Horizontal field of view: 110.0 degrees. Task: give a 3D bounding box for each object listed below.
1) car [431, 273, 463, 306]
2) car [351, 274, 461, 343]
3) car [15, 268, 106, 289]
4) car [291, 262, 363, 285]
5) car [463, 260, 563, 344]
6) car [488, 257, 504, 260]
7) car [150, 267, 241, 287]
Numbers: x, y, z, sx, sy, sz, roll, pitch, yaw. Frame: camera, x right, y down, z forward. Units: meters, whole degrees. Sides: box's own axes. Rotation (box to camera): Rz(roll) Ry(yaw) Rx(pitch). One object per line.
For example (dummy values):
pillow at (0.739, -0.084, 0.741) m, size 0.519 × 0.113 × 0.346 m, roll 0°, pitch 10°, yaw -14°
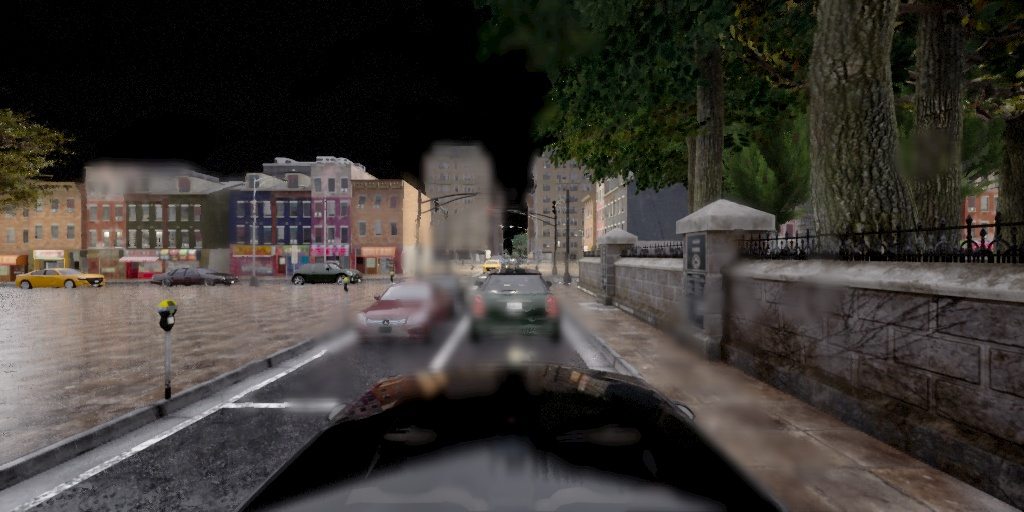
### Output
car at (-2.638, 1.315, 13.288) m, size 1.948 × 1.339 × 4.313 m, roll 0°, pitch 0°, yaw 0°
car at (-2.638, 1.331, 9.625) m, size 1.802 × 1.307 × 4.207 m, roll 0°, pitch 0°, yaw 0°
car at (-32.791, 1.625, 26.135) m, size 5.008 × 1.535 × 1.882 m, roll -1°, pitch 0°, yaw 0°
car at (-13.391, 1.230, 26.196) m, size 4.553 × 1.767 × 2.097 m, roll -1°, pitch 0°, yaw 0°
car at (0.073, 1.101, 9.740) m, size 2.097 × 1.767 × 4.553 m, roll 0°, pitch 0°, yaw 0°
car at (-2.277, 1.218, 41.554) m, size 1.882 × 1.535 × 5.008 m, roll 0°, pitch 0°, yaw 1°
car at (-23.035, 1.545, 26.157) m, size 5.357 × 1.411 × 2.033 m, roll -1°, pitch 0°, yaw 0°
